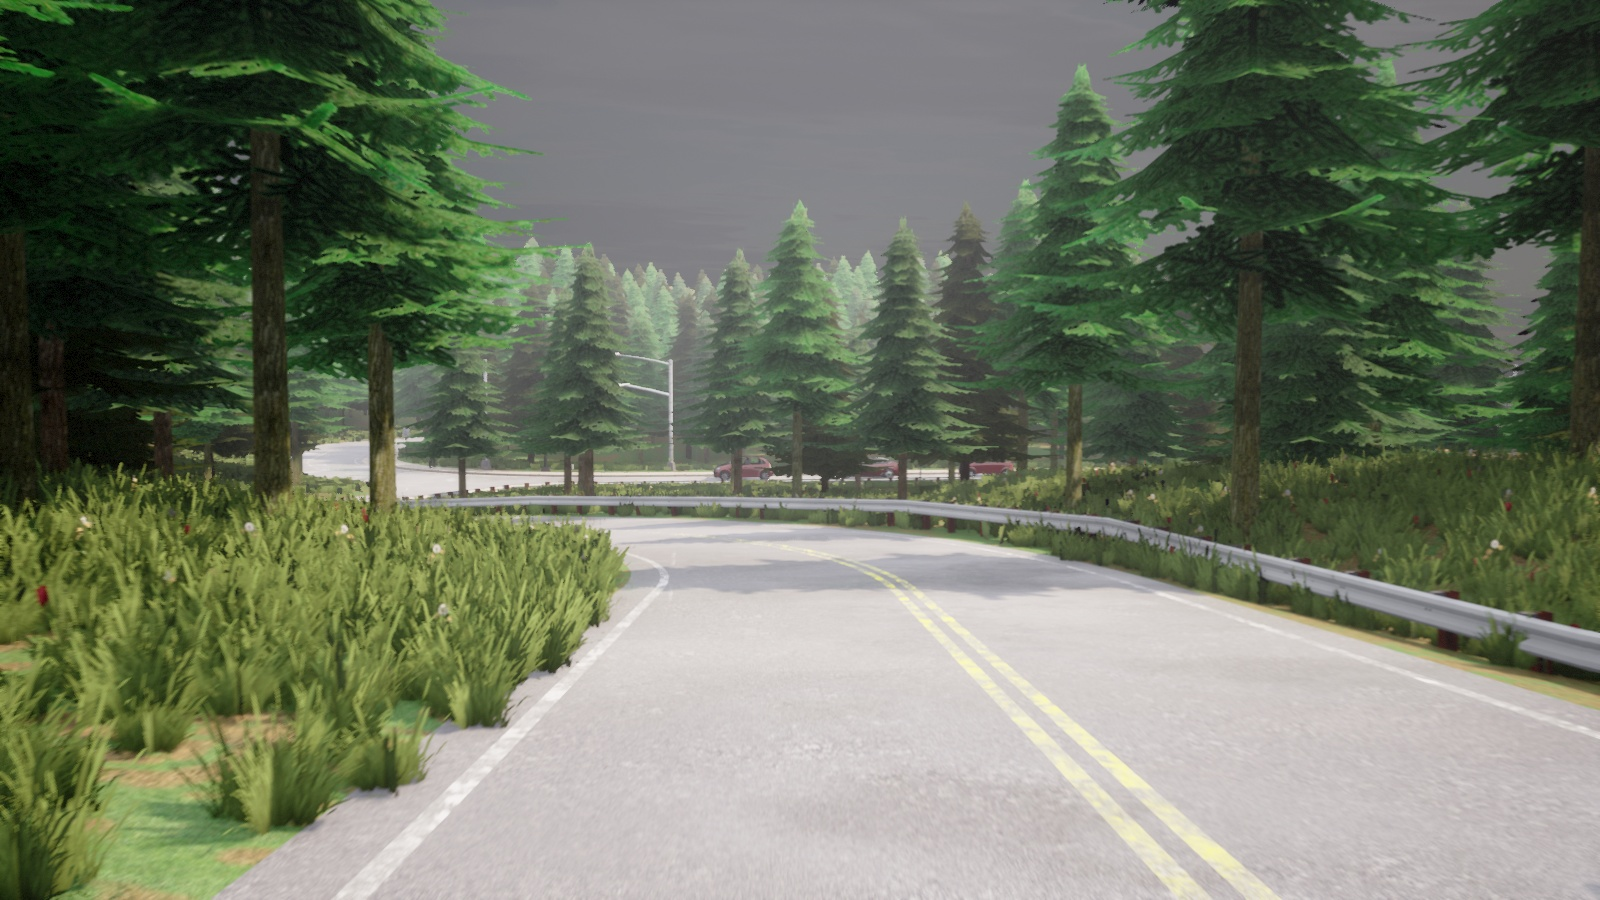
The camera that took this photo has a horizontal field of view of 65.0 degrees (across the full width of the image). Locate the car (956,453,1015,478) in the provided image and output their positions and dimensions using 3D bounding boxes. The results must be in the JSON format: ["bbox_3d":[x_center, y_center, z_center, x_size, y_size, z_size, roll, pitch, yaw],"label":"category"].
[{"bbox_3d":[12.855,1.047,87.203,3.705,1.549,1.789,-1,4,-9],"label":"car"}]

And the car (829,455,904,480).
[{"bbox_3d":[4.526,1.188,85.948,4.792,1.488,2.163,-1,4,-8],"label":"car"}]

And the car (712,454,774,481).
[{"bbox_3d":[-3.860,1.200,84.768,3.988,1.617,1.851,-1,4,-8],"label":"car"}]
